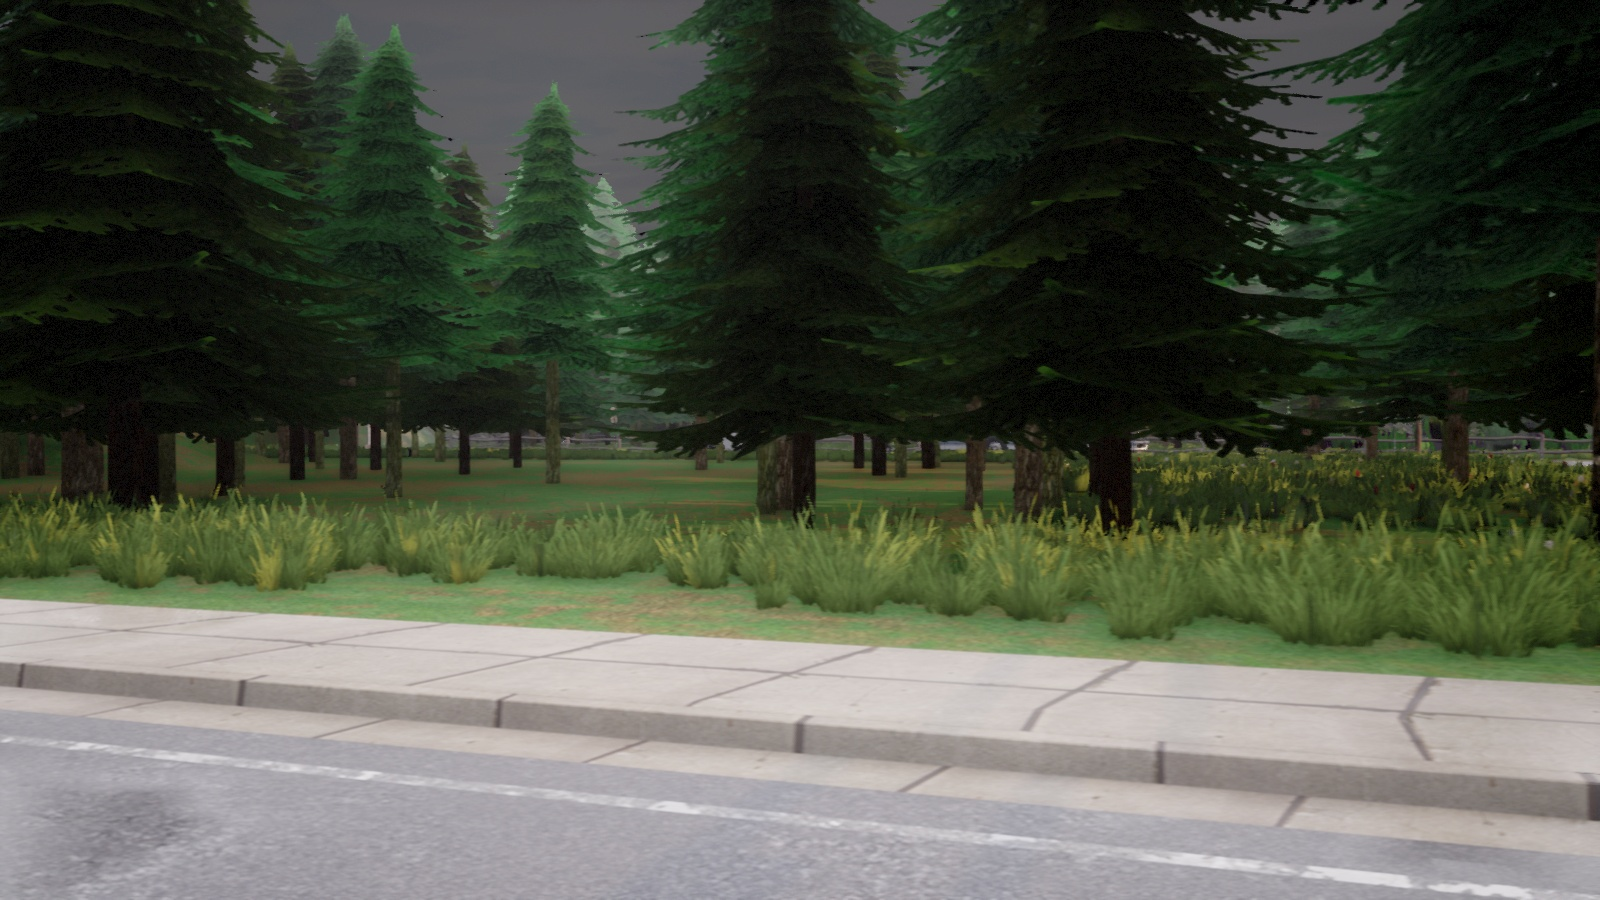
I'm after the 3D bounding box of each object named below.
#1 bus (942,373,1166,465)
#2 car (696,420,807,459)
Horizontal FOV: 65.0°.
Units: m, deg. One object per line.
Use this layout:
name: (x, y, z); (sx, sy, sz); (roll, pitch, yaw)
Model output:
bus: (12.567, -1.516, 62.100); (10.273, 4.253, 3.944); (1, 1, 22)
car: (-2.635, -0.588, 67.854); (5.566, 2.045, 2.150); (1, 1, 21)
